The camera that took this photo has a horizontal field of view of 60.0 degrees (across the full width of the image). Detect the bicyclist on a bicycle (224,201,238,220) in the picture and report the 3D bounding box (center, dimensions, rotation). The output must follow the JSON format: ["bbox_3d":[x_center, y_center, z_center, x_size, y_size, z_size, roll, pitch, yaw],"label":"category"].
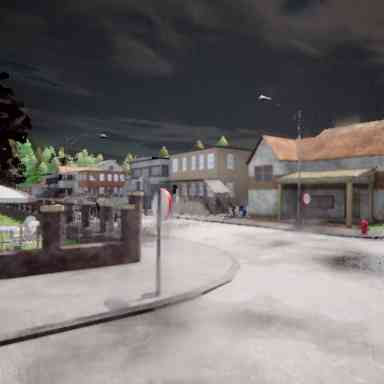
[{"bbox_3d":[3.349,1.558,28.456,1.656,1.620,0.582,0,0,-35],"label":"bicyclist on a bicycle"}]

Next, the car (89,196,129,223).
[{"bbox_3d":[-6.281,1.339,27.503,2.150,2.045,5.566,1,0,-35],"label":"car"}]

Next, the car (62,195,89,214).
[{"bbox_3d":[-12.499,1.340,36.249,2.150,2.045,5.566,1,0,-35],"label":"car"}]
